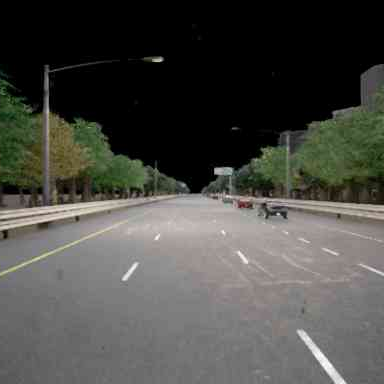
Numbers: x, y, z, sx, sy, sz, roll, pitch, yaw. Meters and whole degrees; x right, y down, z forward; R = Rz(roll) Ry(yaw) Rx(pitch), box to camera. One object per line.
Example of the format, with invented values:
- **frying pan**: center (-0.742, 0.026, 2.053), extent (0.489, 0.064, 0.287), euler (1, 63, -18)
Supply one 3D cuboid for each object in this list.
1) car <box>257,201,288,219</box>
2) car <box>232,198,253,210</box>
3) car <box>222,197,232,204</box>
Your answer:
- **car**: center (7.043, 1.563, 29.453), extent (1.837, 1.490, 4.892), euler (0, 0, 0)
- **car**: center (7.108, 1.600, 45.670), extent (1.882, 1.535, 5.008), euler (0, 0, 0)
- **car**: center (7.251, 1.774, 69.086), extent (1.895, 1.301, 4.718), euler (0, 0, 0)
